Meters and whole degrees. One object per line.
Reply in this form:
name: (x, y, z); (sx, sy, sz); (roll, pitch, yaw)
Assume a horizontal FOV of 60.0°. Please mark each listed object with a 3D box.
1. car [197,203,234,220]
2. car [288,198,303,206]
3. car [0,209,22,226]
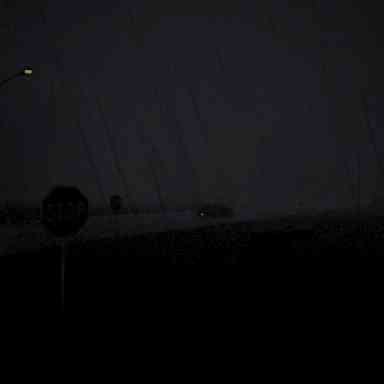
car: (2.381, 1.863, 32.588); (2.128, 1.511, 4.902); (1, 0, 36)
car: (22.687, 2.153, 72.724); (2.097, 1.767, 4.553); (1, 0, 36)
car: (-13.970, 1.681, 21.881); (1.895, 1.301, 4.718); (1, 0, 36)
